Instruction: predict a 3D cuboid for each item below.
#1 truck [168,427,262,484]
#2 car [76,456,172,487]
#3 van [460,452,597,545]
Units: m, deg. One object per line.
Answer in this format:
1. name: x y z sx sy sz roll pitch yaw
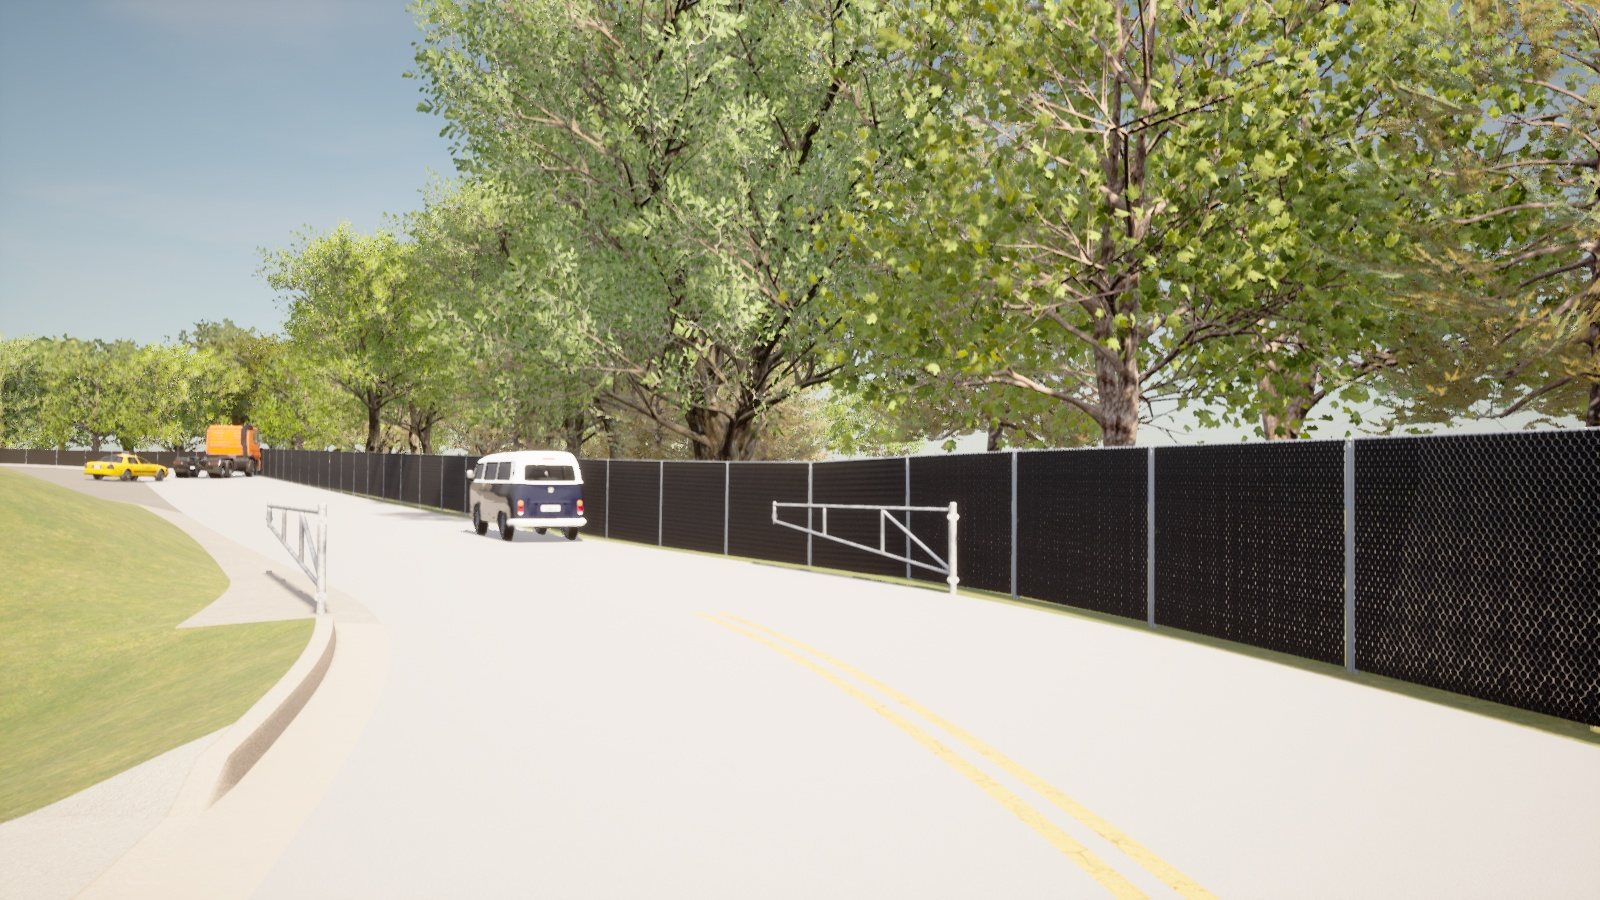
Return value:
1. truck: -37.507 0.322 80.847 2.891 3.462 7.936 1 0 -4
2. car: -36.833 1.179 68.639 1.801 1.575 5.366 2 -1 7
3. van: -6.544 1.102 29.862 2.069 2.038 4.480 1 -1 -27
